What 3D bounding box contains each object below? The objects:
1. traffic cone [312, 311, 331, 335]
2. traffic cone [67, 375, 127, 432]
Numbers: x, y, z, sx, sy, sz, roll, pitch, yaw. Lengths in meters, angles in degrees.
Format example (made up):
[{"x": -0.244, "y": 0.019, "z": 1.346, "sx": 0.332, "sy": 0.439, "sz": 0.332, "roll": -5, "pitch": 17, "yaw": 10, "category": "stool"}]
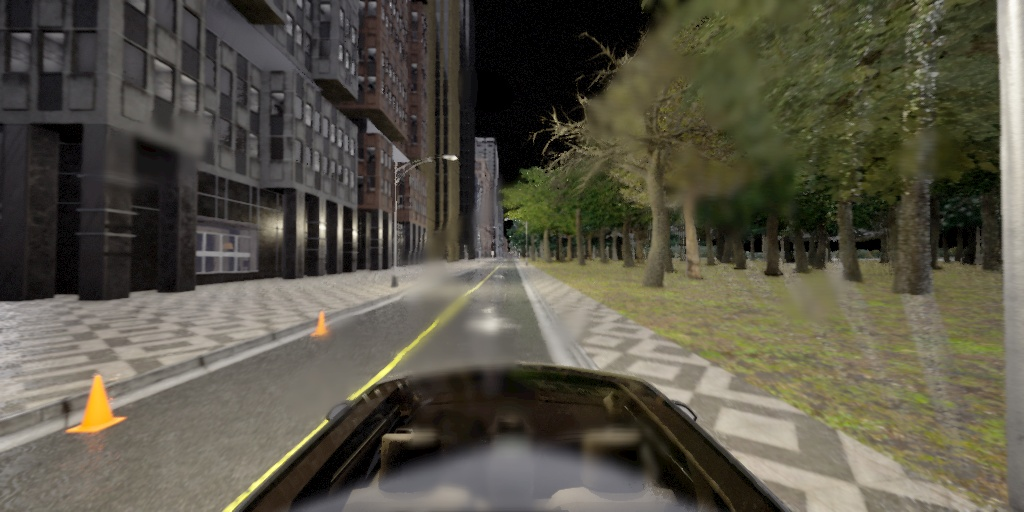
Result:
[{"x": -4.902, "y": 1.710, "z": 9.244, "sx": 0.340, "sy": 0.580, "sz": 0.340, "roll": 0, "pitch": 0, "yaw": 0, "category": "traffic cone"}, {"x": -4.900, "y": 1.709, "z": 4.243, "sx": 0.340, "sy": 0.580, "sz": 0.340, "roll": 0, "pitch": 0, "yaw": 0, "category": "traffic cone"}]
